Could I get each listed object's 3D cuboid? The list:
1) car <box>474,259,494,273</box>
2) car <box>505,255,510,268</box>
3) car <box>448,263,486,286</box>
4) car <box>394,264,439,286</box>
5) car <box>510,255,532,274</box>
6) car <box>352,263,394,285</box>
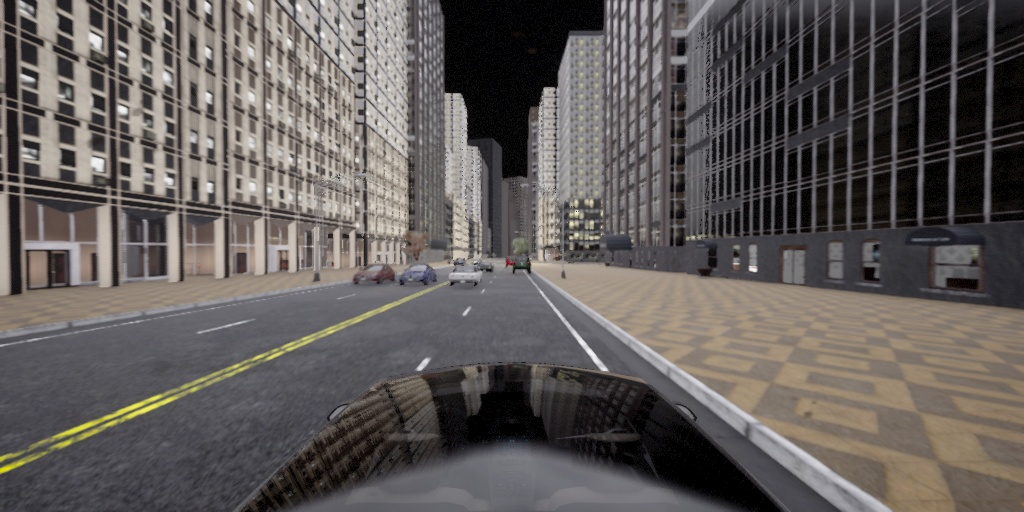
[{"bbox_3d":[-3.172,1.353,43.545,1.895,1.301,4.718,0,0,0],"label":"car"},{"bbox_3d":[-0.031,0.985,61.522,2.150,2.045,5.566,0,0,0],"label":"car"},{"bbox_3d":[-3.161,1.352,25.232,1.895,1.301,4.718,0,0,0],"label":"car"},{"bbox_3d":[-6.605,1.276,25.678,1.812,1.442,4.674,0,0,0],"label":"car"},{"bbox_3d":[1.117,0.978,42.057,2.150,2.045,5.566,0,0,0],"label":"car"},{"bbox_3d":[-9.855,1.276,26.066,1.812,1.442,4.674,0,0,0],"label":"car"}]
